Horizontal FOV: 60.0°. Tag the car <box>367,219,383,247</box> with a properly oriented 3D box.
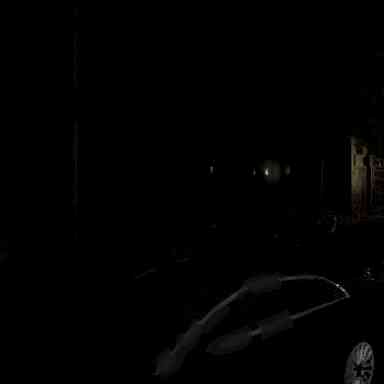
[{"bbox_3d":[6.373,1.620,11.305,4.313,1.339,1.947,0,0,-35],"label":"car"}]

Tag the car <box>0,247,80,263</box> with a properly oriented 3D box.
[{"bbox_3d":[-2.812,1.547,4.758,4.507,1.381,1.887,0,0,-35],"label":"car"}]

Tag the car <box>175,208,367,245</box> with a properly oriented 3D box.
[{"bbox_3d":[1.781,1.343,8.032,5.009,1.841,2.192,0,0,-35],"label":"car"}]

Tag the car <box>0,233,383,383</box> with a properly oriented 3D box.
[{"bbox_3d":[0.142,1.501,3.478,4.902,1.511,2.128,0,0,-35],"label":"car"}]
